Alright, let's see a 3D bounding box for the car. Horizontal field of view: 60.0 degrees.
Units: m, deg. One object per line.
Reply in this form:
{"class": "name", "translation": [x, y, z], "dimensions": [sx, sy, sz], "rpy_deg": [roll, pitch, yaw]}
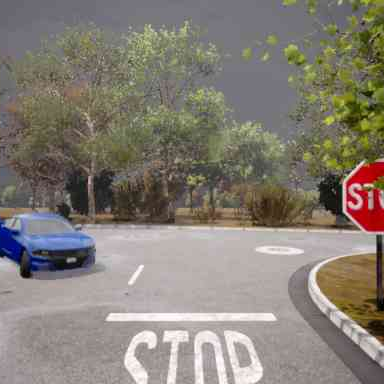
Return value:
{"class": "car", "translation": [-4.748, 1.457, 10.516], "dimensions": [1.882, 1.535, 5.008], "rpy_deg": [2, -1, -41]}
